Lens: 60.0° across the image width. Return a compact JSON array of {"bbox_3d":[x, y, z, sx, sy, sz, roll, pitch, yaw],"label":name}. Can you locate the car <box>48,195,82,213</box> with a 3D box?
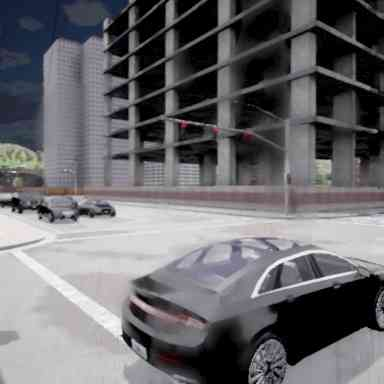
[{"bbox_3d":[-13.101,1.147,34.035,1.882,1.535,5.008,0,1,-37],"label":"car"}]

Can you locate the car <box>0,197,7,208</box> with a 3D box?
[{"bbox_3d":[-21.786,1.191,39.653,1.895,1.301,4.718,0,1,-37],"label":"car"}]

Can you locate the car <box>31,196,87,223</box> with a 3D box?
[{"bbox_3d":[-9.530,1.276,23.596,2.128,1.511,4.902,0,1,-37],"label":"car"}]

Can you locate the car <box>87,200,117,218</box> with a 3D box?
[{"bbox_3d":[-7.755,1.318,27.038,1.994,1.385,4.181,0,1,-37],"label":"car"}]

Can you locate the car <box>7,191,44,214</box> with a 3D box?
[{"bbox_3d":[-15.519,0.911,31.430,2.150,2.045,5.566,0,1,-37],"label":"car"}]

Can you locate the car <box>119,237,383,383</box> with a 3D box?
[{"bbox_3d":[1.342,1.460,5.066,4.902,1.511,2.128,0,1,-38],"label":"car"}]

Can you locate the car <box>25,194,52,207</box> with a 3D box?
[{"bbox_3d":[-19.758,1.056,42.769,2.128,1.511,4.902,0,1,-37],"label":"car"}]
